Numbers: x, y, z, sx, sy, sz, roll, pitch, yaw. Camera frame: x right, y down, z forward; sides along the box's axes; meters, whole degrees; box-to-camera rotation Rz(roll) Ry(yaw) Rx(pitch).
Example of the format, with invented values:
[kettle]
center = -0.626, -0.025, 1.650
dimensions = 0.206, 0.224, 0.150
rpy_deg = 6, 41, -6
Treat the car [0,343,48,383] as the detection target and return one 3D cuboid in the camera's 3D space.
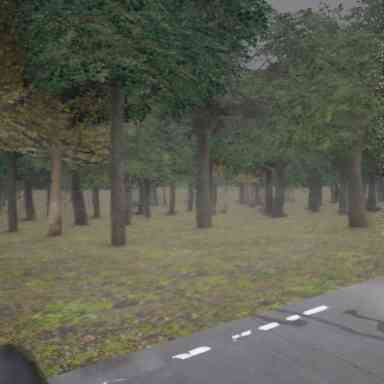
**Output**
[car]
center = -3.083, 1.549, 0.860
dimensions = 5.357, 1.411, 2.033
rpy_deg = 0, 0, -35
